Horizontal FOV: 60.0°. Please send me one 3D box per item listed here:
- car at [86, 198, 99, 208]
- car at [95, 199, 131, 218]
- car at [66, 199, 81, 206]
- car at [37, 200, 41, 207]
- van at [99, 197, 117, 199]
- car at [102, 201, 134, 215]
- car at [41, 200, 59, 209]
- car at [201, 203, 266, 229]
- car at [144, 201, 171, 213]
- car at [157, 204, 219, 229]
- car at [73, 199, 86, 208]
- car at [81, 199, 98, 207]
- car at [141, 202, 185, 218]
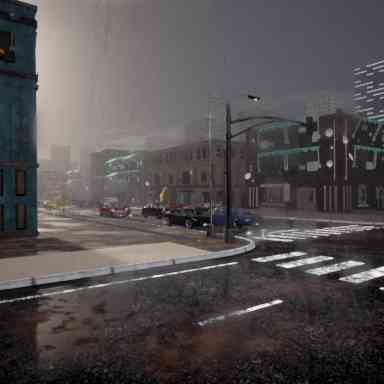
[{"bbox_3d":[-17.520,1.940,62.595,2.192,1.841,5.009,-1,0,-35],"label":"car"},{"bbox_3d":[-8.324,1.847,35.177,1.967,1.590,4.097,-1,0,-35],"label":"car"},{"bbox_3d":[-27.129,2.364,76.135,1.947,1.339,4.313,-1,0,-35],"label":"car"},{"bbox_3d":[-30.756,2.376,66.768,2.008,1.369,4.403,-1,0,-35],"label":"car"},{"bbox_3d":[-14.314,1.907,58.082,1.690,1.788,3.998,-1,0,-35],"label":"van"},{"bbox_3d":[-9.200,1.930,40.917,2.128,1.511,4.902,-1,0,-35],"label":"car"},{"bbox_3d":[-24.248,2.233,57.603,1.752,1.417,4.829,-1,0,-35],"label":"car"},{"bbox_3d":[2.782,1.750,23.990,2.033,1.411,5.357,-1,0,-34],"label":"car"},{"bbox_3d":[-4.693,1.966,44.544,1.802,1.307,4.206,-2,0,-35],"label":"car"},{"bbox_3d":[-0.385,1.815,23.793,1.947,1.339,4.313,-1,0,-35],"label":"car"},{"bbox_3d":[-20.457,2.192,62.280,1.812,1.442,4.674,-1,0,-35],"label":"car"},{"bbox_3d":[-20.719,2.228,67.108,1.887,1.381,4.507,-1,0,-35],"label":"car"},{"bbox_3d":[-3.198,1.813,32.451,2.128,1.511,4.902,-1,0,-35],"label":"car"}]
